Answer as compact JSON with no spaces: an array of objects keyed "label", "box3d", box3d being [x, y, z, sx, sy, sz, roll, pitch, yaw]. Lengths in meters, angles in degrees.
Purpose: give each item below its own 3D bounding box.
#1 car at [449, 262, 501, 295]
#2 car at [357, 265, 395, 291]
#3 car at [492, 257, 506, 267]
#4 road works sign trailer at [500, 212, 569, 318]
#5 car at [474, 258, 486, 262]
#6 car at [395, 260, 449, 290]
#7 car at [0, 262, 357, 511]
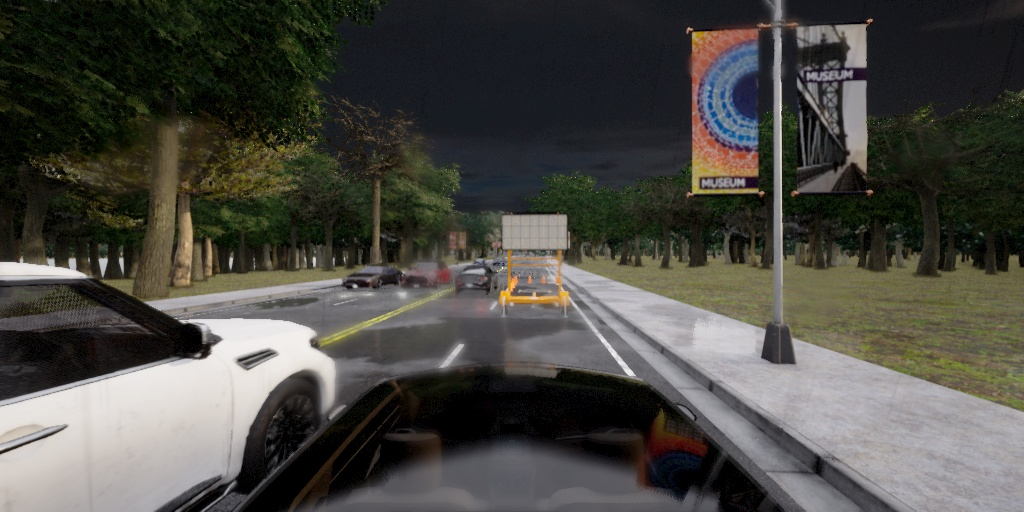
[{"label":"car","box3d":[-1.876,1.261,19.709,1.812,1.442,4.674,0,0,4]},{"label":"car","box3d":[-8.433,1.279,22.319,2.033,1.411,5.357,0,0,4]},{"label":"car","box3d":[-2.251,0.971,63.092,2.097,1.767,4.553,0,0,5]},{"label":"road works sign trailer","box3d":[0.822,0.207,13.034,2.380,3.560,2.880,0,0,4]},{"label":"car","box3d":[-5.565,1.149,62.403,1.812,1.442,4.674,0,0,5]},{"label":"car","box3d":[-5.180,1.084,22.244,2.097,1.767,4.553,0,0,4]},{"label":"car","box3d":[-3.072,0.971,1.437,2.150,2.045,5.566,0,0,4]}]
